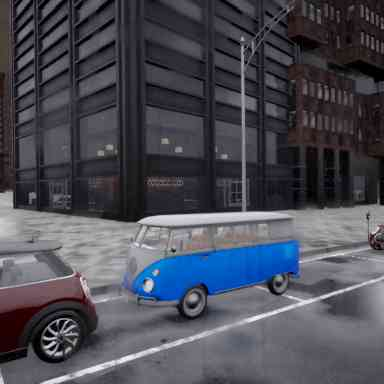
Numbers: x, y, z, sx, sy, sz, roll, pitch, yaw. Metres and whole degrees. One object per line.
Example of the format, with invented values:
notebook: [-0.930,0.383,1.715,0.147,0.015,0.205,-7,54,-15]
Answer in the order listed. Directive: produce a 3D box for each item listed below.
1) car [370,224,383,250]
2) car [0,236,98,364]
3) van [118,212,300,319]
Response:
car: [8.629,1.434,12.839,4.097,1.590,1.967,0,-1,-36]
car: [-3.440,1.440,4.209,4.097,1.590,1.967,0,-1,-36]
van: [0.534,1.339,7.052,3.998,1.788,1.690,0,-1,-36]
